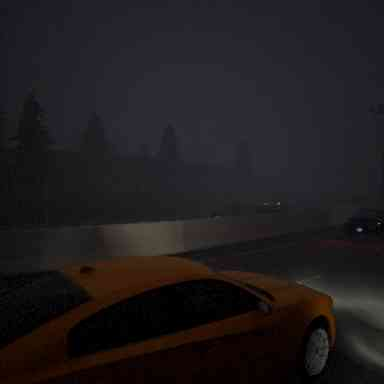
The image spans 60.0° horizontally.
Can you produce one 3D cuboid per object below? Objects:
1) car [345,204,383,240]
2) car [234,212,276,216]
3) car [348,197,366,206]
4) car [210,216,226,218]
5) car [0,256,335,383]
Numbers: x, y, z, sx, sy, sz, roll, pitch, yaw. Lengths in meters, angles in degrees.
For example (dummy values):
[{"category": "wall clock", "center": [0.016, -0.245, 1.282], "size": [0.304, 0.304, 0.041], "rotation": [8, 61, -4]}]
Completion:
[{"category": "car", "center": [9.306, 1.542, 16.918], "size": [1.812, 1.442, 4.674], "rotation": [0, 0, 44]}, {"category": "car", "center": [4.633, 1.636, 22.356], "size": [1.895, 1.301, 4.718], "rotation": [0, 0, 43]}, {"category": "car", "center": [28.623, 1.622, 57.688], "size": [1.994, 1.385, 4.181], "rotation": [0, 0, 38]}, {"category": "car", "center": [3.110, 1.608, 25.884], "size": [1.994, 1.385, 4.181], "rotation": [0, 0, 42]}, {"category": "car", "center": [-0.355, 1.486, 3.713], "size": [5.008, 1.535, 1.882], "rotation": [0, 0, -37]}]
